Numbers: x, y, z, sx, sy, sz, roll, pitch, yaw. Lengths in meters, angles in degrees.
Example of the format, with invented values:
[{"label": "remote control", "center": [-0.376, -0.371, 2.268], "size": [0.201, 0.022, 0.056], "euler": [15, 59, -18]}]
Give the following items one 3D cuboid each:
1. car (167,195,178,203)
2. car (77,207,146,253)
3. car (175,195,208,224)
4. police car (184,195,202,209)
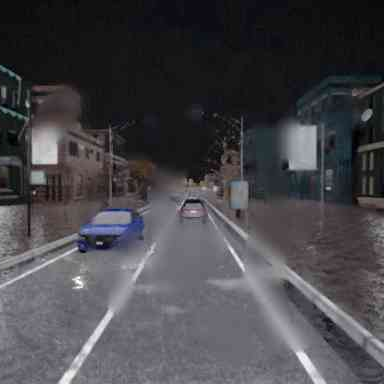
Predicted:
[{"label": "car", "center": [-3.042, 1.123, 55.633], "size": [1.994, 1.385, 4.181], "euler": [0, 1, 0]}, {"label": "car", "center": [-3.097, 1.431, 13.614], "size": [1.882, 1.535, 5.008], "euler": [0, 0, 0]}, {"label": "car", "center": [0.105, 1.311, 23.783], "size": [2.033, 1.649, 4.856], "euler": [0, 1, 0]}, {"label": "police car", "center": [0.108, 1.207, 41.774], "size": [2.038, 1.542, 4.974], "euler": [0, 1, 0]}]
